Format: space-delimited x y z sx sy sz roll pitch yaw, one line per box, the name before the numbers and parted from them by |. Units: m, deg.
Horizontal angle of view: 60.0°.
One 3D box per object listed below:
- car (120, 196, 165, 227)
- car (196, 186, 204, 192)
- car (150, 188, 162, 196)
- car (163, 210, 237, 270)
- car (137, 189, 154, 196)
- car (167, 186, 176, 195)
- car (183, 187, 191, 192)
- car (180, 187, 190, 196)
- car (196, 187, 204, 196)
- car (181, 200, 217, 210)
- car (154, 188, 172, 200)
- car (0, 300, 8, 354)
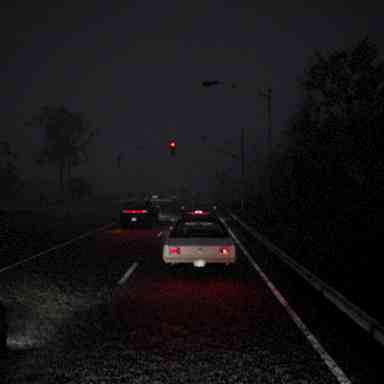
car | -3.104 1.238 20.386 2.128 1.511 4.902 0 1 1
car | 2.094 -0.724 88.606 1.994 1.385 4.181 0 4 2
car | -8.640 -0.024 79.924 2.128 1.511 4.902 0 4 2
car | 0.221 1.470 10.507 1.895 1.301 4.718 0 1 1
car | -9.067 0.418 64.416 2.150 2.045 5.566 0 1 2
car | -5.143 -0.317 79.740 2.150 2.045 5.566 0 4 2
car | -1.404 -0.684 88.732 1.895 1.301 4.718 0 4 2
car | -1.680 -0.228 78.304 2.150 2.045 5.566 0 4 2
car | 1.818 0.074 78.200 2.128 1.511 4.902 0 4 2
car | 0.398 1.260 19.757 1.837 1.490 4.892 0 1 1
car | -5.569 0.547 64.447 2.097 1.767 4.553 0 1 2
car | -3.364 1.321 2.329 2.097 1.767 4.553 0 1 0
